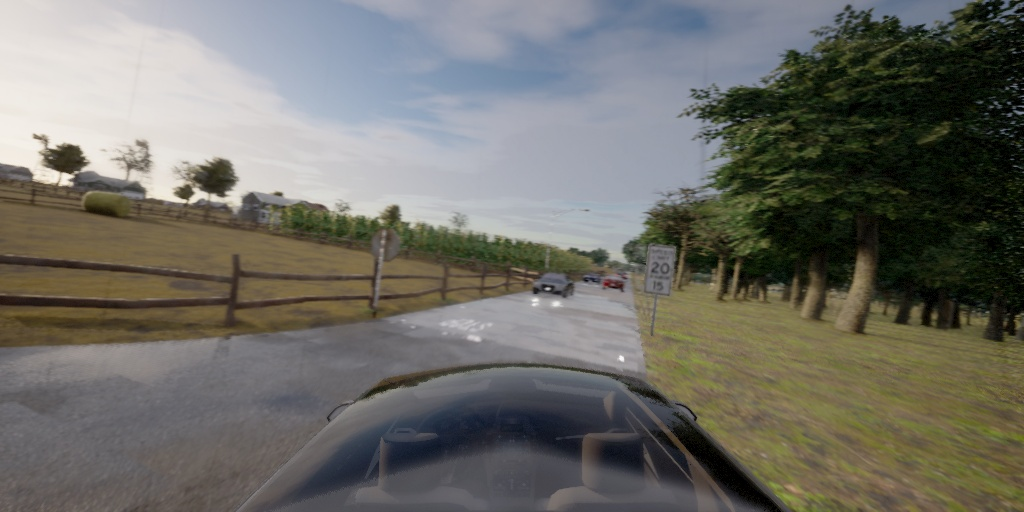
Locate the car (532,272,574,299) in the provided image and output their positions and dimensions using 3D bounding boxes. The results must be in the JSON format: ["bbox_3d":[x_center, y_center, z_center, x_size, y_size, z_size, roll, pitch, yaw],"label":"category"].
[{"bbox_3d":[2.643,1.738,22.001,1.994,1.385,4.181,7,0,18],"label":"car"}]

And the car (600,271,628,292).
[{"bbox_3d":[10.181,2.630,35.666,1.882,1.535,5.008,7,0,18],"label":"car"}]

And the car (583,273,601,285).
[{"bbox_3d":[9.889,2.754,44.037,1.895,1.301,4.718,7,0,19],"label":"car"}]
